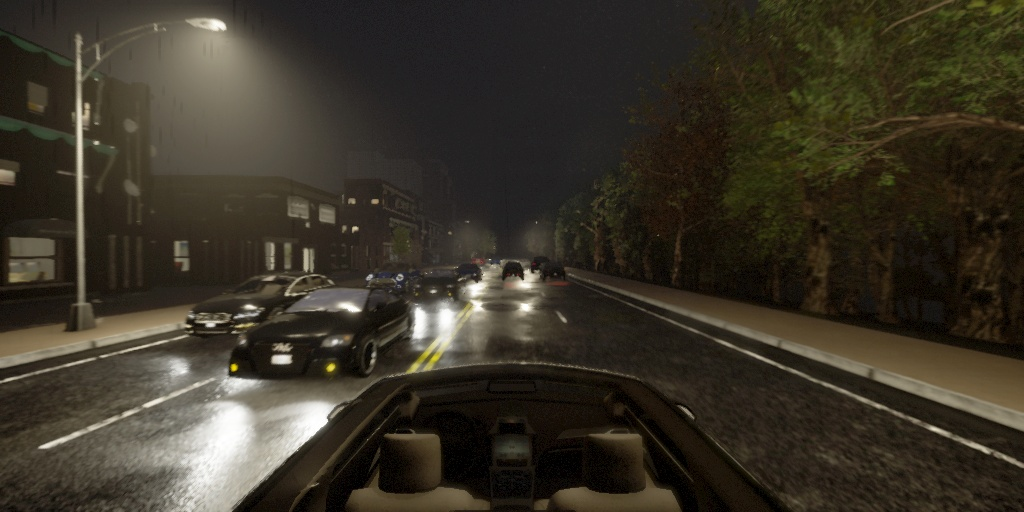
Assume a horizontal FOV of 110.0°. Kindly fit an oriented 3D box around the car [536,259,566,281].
[{"bbox_3d":[3.351,1.237,30.177,1.882,1.535,5.008,0,0,0],"label":"car"}]

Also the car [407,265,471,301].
[{"bbox_3d":[-3.339,1.319,17.241,1.994,1.385,4.181,0,0,0],"label":"car"}]

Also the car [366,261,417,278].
[{"bbox_3d":[-6.585,1.107,20.448,2.097,1.767,4.553,0,0,0],"label":"car"}]

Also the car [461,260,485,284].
[{"bbox_3d":[-3.310,1.284,27.555,1.812,1.442,4.674,0,0,0],"label":"car"}]

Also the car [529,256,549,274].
[{"bbox_3d":[3.269,0.986,42.039,2.150,2.045,5.566,0,0,0],"label":"car"}]

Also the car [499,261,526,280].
[{"bbox_3d":[0.100,1.265,30.761,1.837,1.490,4.892,0,0,0],"label":"car"}]

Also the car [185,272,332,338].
[{"bbox_3d":[-6.598,1.257,10.271,1.837,1.490,4.892,0,0,0],"label":"car"}]

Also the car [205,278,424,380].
[{"bbox_3d":[-3.346,1.316,7.205,1.994,1.385,4.181,0,0,0],"label":"car"}]
